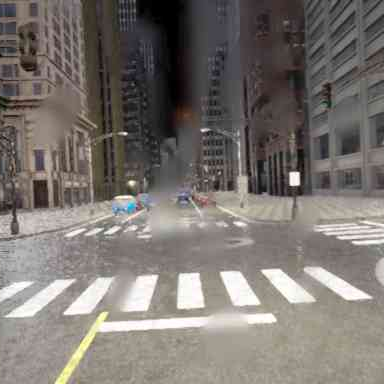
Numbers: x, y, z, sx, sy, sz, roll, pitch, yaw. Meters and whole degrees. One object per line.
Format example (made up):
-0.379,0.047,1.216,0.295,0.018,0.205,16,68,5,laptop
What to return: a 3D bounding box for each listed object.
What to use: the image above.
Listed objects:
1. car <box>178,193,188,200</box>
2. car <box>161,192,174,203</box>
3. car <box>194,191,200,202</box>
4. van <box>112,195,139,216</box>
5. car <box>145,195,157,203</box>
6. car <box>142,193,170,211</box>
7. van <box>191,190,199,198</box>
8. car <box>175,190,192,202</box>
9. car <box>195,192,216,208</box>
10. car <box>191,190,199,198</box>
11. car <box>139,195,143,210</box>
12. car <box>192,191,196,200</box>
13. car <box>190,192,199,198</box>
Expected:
-1.793,0.886,68.041,1.994,1.385,4.181,-3,1,-1,car
-4.501,1.146,55.788,1.812,1.442,4.674,-3,0,-1,car
1.619,1.005,43.934,1.887,1.381,4.507,-3,1,-1,car
-6.642,1.294,32.681,1.690,1.788,3.998,-3,1,-1,van
-7.356,1.287,60.298,1.802,1.307,4.206,-3,1,-1,car
-4.081,1.272,38.036,2.128,1.511,4.902,-3,1,-1,car
0.725,0.508,77.071,1.690,1.788,3.998,-3,1,-1,van
-1.519,0.943,57.625,1.882,1.535,5.008,-3,1,-1,car
1.766,1.054,38.410,1.887,1.381,4.507,-3,1,-1,car
1.319,0.886,55.150,1.752,1.417,4.829,-3,1,-1,car
-6.777,1.447,38.206,1.887,1.381,4.507,-3,1,-1,car
1.472,0.956,49.457,1.887,1.381,4.507,-3,1,-1,car
0.589,0.668,82.597,2.008,1.369,4.403,-3,1,-1,car
